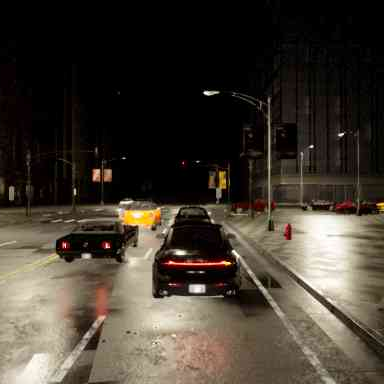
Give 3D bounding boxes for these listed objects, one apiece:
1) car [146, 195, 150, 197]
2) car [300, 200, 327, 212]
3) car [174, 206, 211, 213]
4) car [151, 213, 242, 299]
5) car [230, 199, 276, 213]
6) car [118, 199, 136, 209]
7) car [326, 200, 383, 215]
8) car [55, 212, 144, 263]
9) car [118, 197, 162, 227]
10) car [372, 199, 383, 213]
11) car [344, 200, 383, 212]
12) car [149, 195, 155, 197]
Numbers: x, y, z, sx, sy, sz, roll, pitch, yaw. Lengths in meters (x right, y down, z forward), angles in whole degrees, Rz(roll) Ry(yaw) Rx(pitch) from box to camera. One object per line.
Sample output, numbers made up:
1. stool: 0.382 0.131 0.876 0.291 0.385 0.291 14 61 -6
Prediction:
1. car: -9.715 1.852 62.643 2.033 1.411 5.357 0 0 0
2. car: 15.244 1.663 39.860 4.313 1.339 1.947 0 0 -1
3. car: 0.026 1.510 17.954 1.882 1.535 5.008 0 0 0
4. car: 0.110 1.512 8.463 1.837 1.490 4.892 0 0 0
5. car: 6.716 1.572 36.986 5.008 1.535 1.882 0 -1 -1
6. car: -9.769 1.746 50.475 1.812 1.442 4.674 0 0 0
7. car: 15.361 1.577 31.336 4.206 1.307 1.802 0 0 -1
8. car: -3.131 1.615 12.071 1.895 1.301 4.718 0 0 0
9. car: -3.118 1.396 21.065 2.097 1.767 4.553 0 0 0
10. car: 23.182 1.516 37.217 5.008 1.535 1.882 0 -1 -1
11. car: 20.884 1.644 39.940 4.313 1.339 1.947 0 0 -1
12. car: -9.636 1.650 77.591 2.150 2.045 5.566 0 0 0
